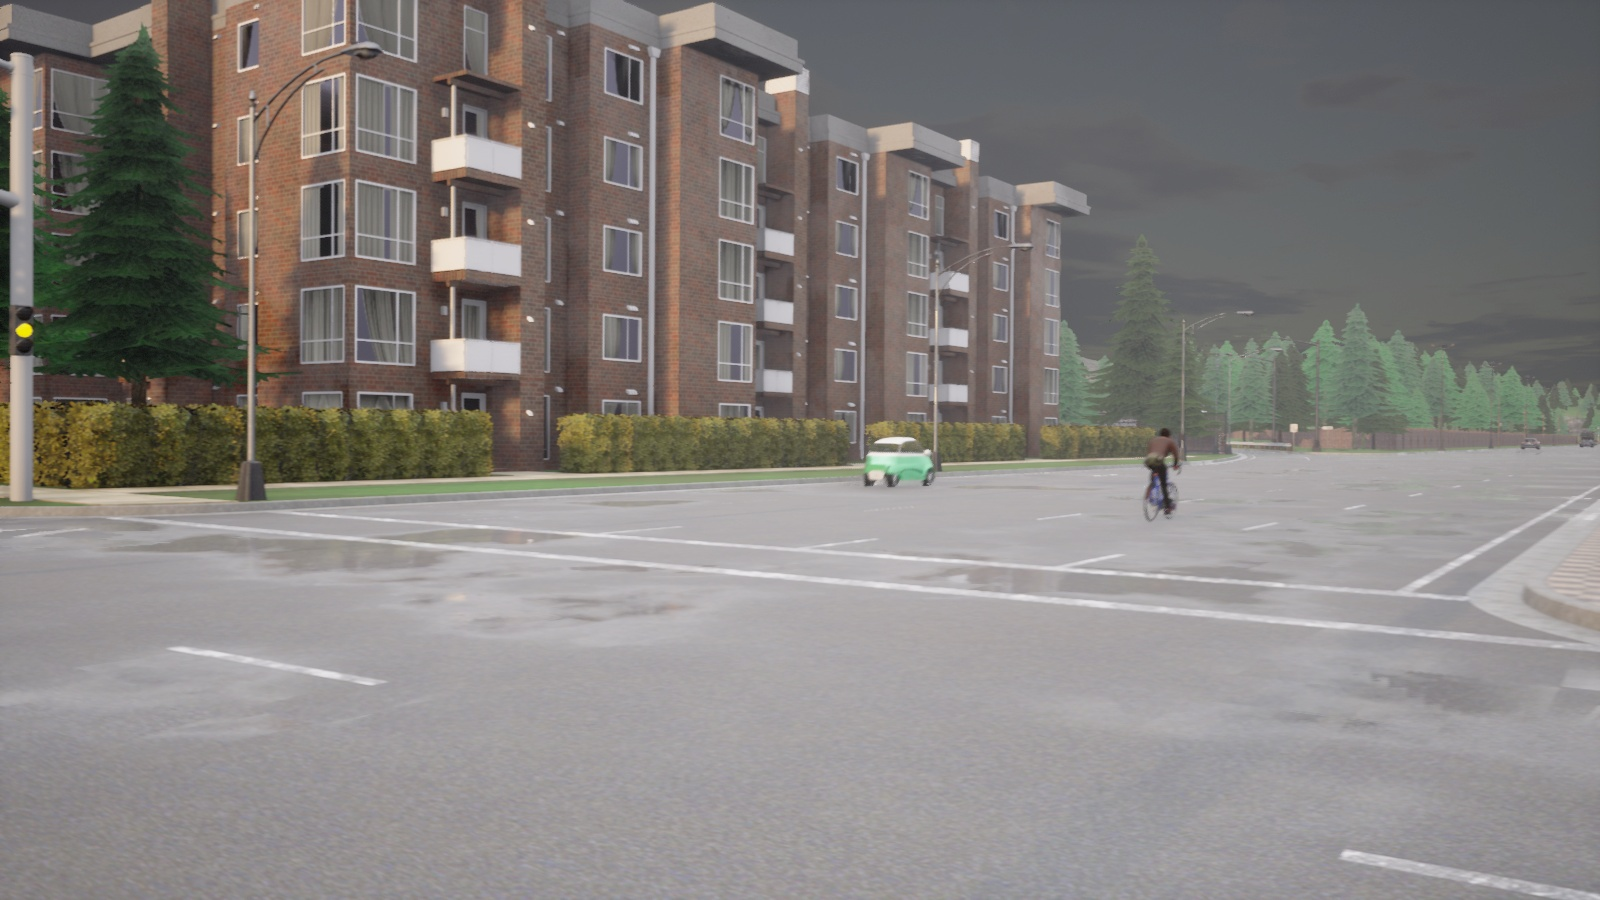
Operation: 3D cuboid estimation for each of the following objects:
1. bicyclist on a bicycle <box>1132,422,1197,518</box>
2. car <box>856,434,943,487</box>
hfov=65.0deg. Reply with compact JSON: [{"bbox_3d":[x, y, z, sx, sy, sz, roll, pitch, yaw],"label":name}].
[{"bbox_3d":[6.363,0.324,21.894,0.582,1.620,1.656,0,1,35],"label":"bicyclist on a bicycle"},{"bbox_3d":[2.784,0.275,35.059,1.481,1.376,2.207,0,2,35],"label":"car"}]
